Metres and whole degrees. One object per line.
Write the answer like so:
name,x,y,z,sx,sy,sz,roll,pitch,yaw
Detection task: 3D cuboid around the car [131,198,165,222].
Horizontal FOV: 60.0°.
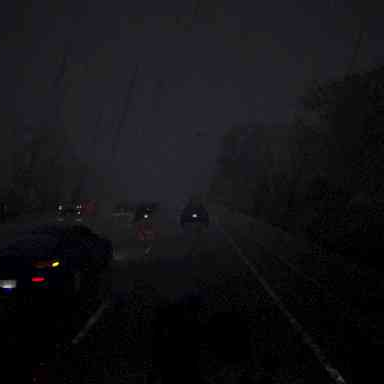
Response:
car,-3.309,1.489,26.456,1.837,1.490,4.892,0,0,0

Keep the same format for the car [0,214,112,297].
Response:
car,-3.370,1.520,8.431,1.812,1.442,4.674,0,0,0

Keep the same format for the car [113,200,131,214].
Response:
car,-6.973,1.542,35.338,1.994,1.385,4.181,0,0,0

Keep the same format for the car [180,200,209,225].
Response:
car,0.182,1.552,24.216,1.994,1.385,4.181,0,0,0

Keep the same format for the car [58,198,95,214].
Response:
car,-10.492,1.332,30.509,2.097,1.767,4.553,0,0,0

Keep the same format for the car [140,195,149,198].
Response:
car,-10.249,1.415,71.100,1.994,1.385,4.181,0,0,0

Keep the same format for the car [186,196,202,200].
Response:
car,0.245,1.330,42.343,2.097,1.767,4.553,0,0,0
